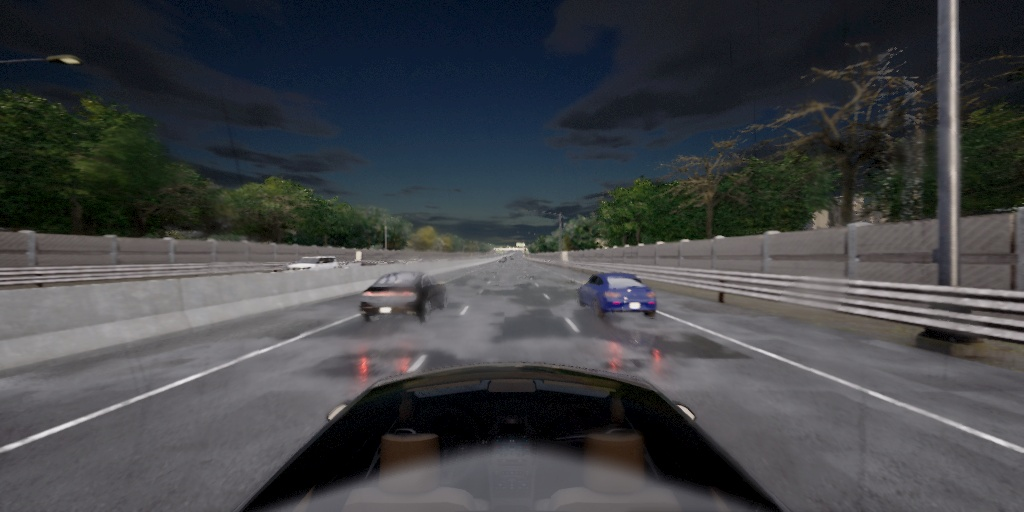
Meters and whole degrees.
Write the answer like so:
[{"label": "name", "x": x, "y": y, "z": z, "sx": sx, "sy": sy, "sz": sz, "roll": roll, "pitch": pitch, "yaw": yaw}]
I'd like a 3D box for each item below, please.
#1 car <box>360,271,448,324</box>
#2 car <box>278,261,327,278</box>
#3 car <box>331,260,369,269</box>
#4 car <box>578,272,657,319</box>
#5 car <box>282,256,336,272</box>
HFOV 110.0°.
[{"label": "car", "x": -3.400, "y": 1.256, "z": 12.073, "sx": 2.128, "sy": 1.511, "sz": 4.902, "roll": 0, "pitch": 0, "yaw": 0}, {"label": "car", "x": -21.059, "y": 1.312, "z": 36.302, "sx": 2.128, "sy": 1.511, "sz": 4.902, "roll": 0, "pitch": 0, "yaw": 0}, {"label": "car", "x": -14.078, "y": 1.335, "z": 32.481, "sx": 1.812, "sy": 1.442, "sz": 4.674, "roll": 0, "pitch": 0, "yaw": 0}, {"label": "car", "x": 3.600, "y": 1.291, "z": 12.812, "sx": 1.812, "sy": 1.442, "sz": 4.674, "roll": 0, "pitch": 0, "yaw": 0}, {"label": "car", "x": -17.580, "y": 1.027, "z": 31.891, "sx": 2.150, "sy": 2.045, "sz": 5.566, "roll": 0, "pitch": 0, "yaw": 0}]
